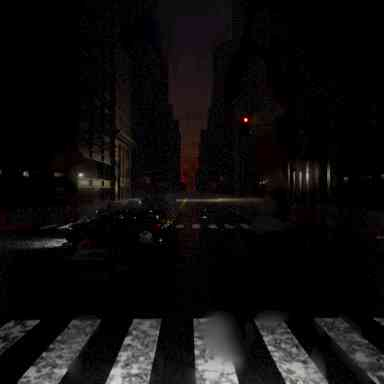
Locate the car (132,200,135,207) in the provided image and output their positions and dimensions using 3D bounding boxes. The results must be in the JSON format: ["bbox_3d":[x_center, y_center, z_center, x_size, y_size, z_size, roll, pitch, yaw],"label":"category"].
[{"bbox_3d":[-6.614,1.571,37.012,1.895,1.301,4.718,0,0,0],"label":"car"}]

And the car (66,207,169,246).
[{"bbox_3d":[-3.301,1.545,14.647,4.181,1.385,1.994,-1,0,0],"label":"car"}]

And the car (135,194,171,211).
[{"bbox_3d":[-3.361,1.199,29.943,2.150,2.045,5.566,0,0,0],"label":"car"}]

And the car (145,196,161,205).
[{"bbox_3d":[-6.582,1.488,57.075,2.033,1.411,5.357,0,0,0],"label":"car"}]

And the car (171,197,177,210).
[{"bbox_3d":[-3.362,1.458,40.036,2.128,1.511,4.902,0,0,0],"label":"car"}]

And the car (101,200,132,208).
[{"bbox_3d":[-6.629,1.581,27.896,1.895,1.301,4.718,0,0,1],"label":"car"}]

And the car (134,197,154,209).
[{"bbox_3d":[-6.611,1.450,46.420,2.128,1.511,4.902,0,0,0],"label":"car"}]

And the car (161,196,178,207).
[{"bbox_3d":[-3.352,1.445,50.458,2.128,1.511,4.902,0,0,0],"label":"car"}]
